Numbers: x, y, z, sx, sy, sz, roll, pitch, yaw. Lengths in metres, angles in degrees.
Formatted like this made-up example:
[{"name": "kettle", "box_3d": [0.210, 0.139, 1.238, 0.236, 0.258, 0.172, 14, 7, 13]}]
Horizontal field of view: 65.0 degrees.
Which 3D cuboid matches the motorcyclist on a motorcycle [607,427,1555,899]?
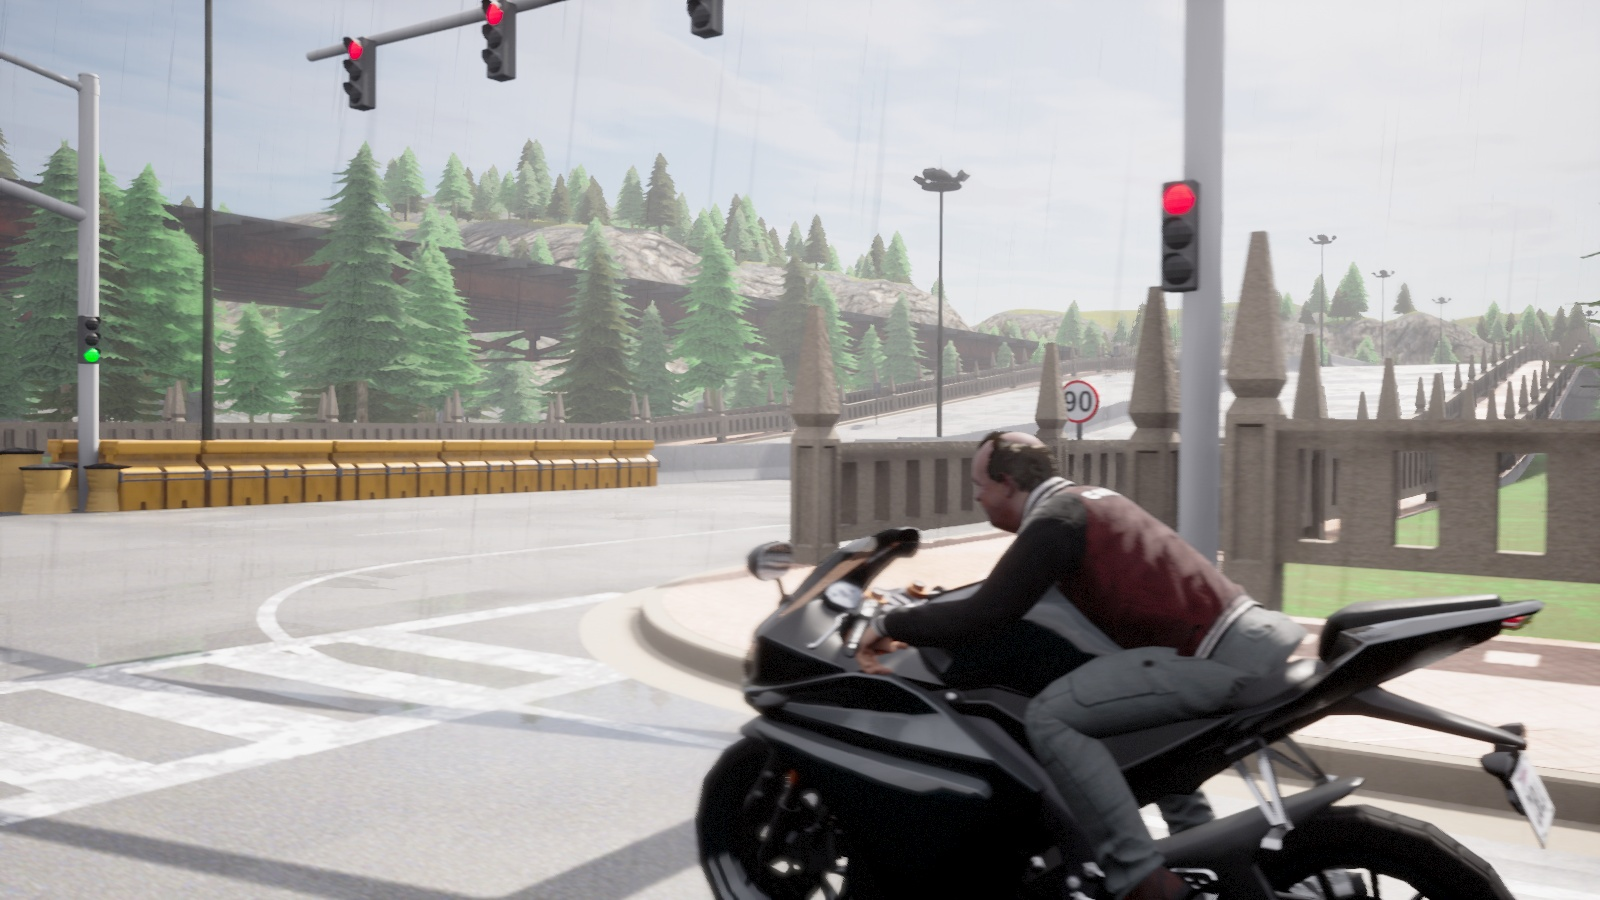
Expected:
[{"name": "motorcyclist on a motorcycle", "box_3d": [0.628, 0.719, 3.211, 2.191, 1.530, 0.866, 0, 1, 34]}]
